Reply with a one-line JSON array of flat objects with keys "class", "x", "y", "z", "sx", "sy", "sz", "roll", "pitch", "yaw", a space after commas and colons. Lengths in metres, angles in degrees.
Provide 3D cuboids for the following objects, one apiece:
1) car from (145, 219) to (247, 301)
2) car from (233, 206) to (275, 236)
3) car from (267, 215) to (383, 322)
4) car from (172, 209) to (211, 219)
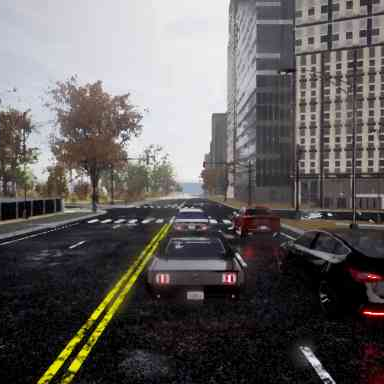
[{"class": "car", "x": 0.071, "y": 1.598, "z": 8.279, "sx": 1.895, "sy": 1.301, "sz": 4.718, "roll": 0, "pitch": 0, "yaw": 0}, {"class": "car", "x": 3.299, "y": 1.474, "z": 17.664, "sx": 1.882, "sy": 1.535, "sz": 5.008, "roll": 0, "pitch": 0, "yaw": 1}, {"class": "car", "x": 3.340, "y": 1.501, "z": 7.330, "sx": 2.163, "sy": 1.488, "sz": 4.792, "roll": 0, "pitch": 0, "yaw": 0}, {"class": "car", "x": -0.016, "y": 1.544, "z": 16.519, "sx": 2.033, "sy": 1.411, "sz": 5.357, "roll": 0, "pitch": 0, "yaw": 0}]
